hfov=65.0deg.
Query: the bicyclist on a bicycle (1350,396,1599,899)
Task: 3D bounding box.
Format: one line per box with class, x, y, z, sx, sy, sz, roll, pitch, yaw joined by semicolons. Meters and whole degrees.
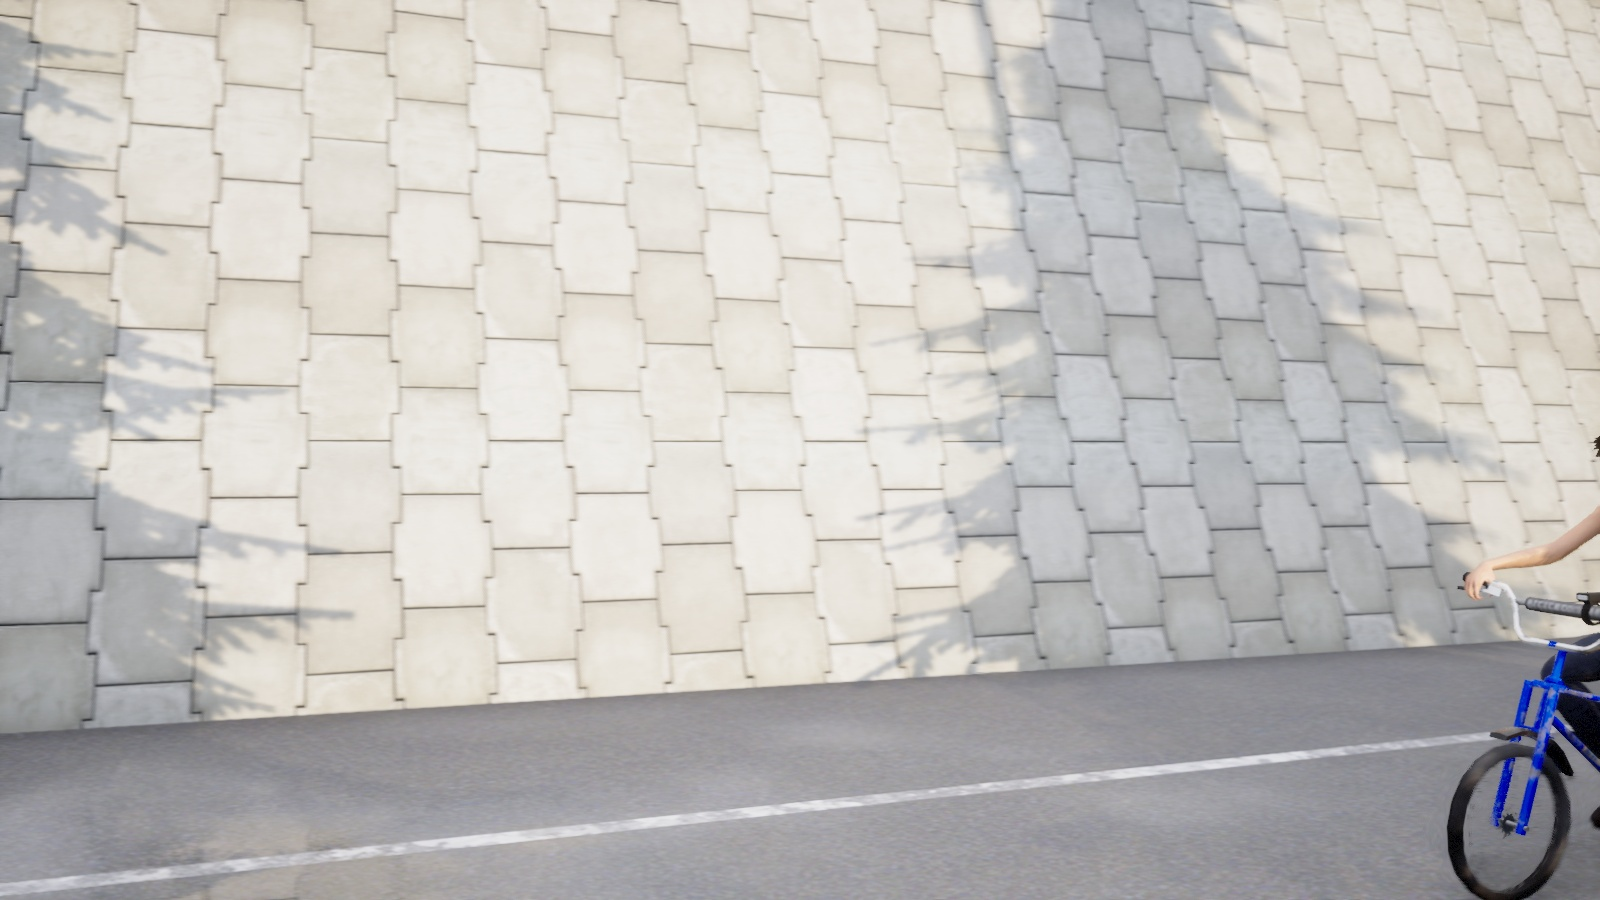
bicyclist on a bicycle;2.808;0.634;4.300;1.509;1.612;0.866;-1;1;-20
